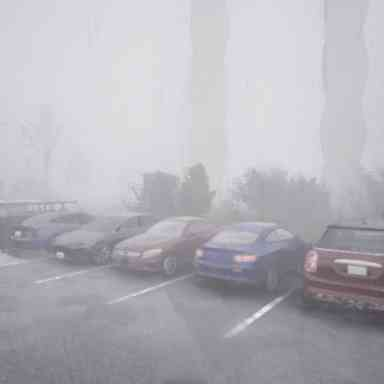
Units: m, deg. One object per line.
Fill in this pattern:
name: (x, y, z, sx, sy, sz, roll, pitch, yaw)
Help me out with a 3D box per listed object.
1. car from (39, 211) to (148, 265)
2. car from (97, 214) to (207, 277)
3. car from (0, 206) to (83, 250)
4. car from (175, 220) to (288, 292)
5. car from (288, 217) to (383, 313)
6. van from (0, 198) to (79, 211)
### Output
car: (-2.681, 1.549, 12.231, 2.163, 1.488, 4.792, 0, 0, 35)
car: (-0.415, 1.551, 10.657, 2.002, 1.452, 4.674, 0, 0, 35)
car: (-4.889, 1.551, 13.875, 2.163, 1.488, 4.792, 0, 0, 35)
car: (1.825, 1.539, 9.056, 2.002, 1.452, 4.674, 0, 0, 35)
car: (4.058, 1.362, 7.432, 2.185, 1.767, 4.553, 0, 0, 35)
van: (-7.081, 1.297, 15.542, 1.878, 1.987, 4.442, 0, 0, 35)
